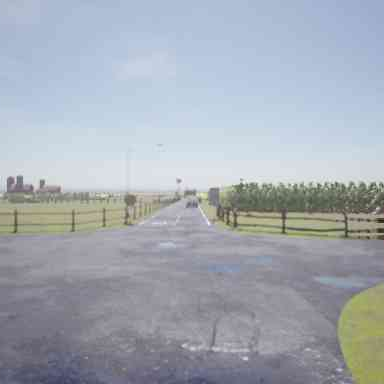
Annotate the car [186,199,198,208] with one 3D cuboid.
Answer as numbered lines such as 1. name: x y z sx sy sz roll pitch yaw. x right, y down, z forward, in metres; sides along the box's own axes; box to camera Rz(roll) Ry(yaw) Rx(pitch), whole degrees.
1. car: 0.017 2.061 61.690 2.097 1.767 4.553 0 -1 0

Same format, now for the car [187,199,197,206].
1. car: 0.020 2.188 71.723 2.033 1.411 5.357 0 -1 0
